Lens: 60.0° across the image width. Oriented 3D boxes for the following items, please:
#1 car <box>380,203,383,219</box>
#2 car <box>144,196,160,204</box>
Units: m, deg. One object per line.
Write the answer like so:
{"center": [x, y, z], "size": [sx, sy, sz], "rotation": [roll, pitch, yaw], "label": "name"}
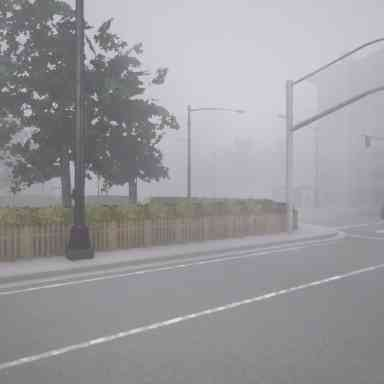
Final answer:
{"center": [14.753, 1.218, 20.971], "size": [2.150, 2.045, 5.566], "rotation": [0, -1, -20], "label": "car"}
{"center": [-5.804, 1.359, 52.250], "size": [2.097, 1.767, 4.553], "rotation": [0, 0, -34], "label": "car"}
